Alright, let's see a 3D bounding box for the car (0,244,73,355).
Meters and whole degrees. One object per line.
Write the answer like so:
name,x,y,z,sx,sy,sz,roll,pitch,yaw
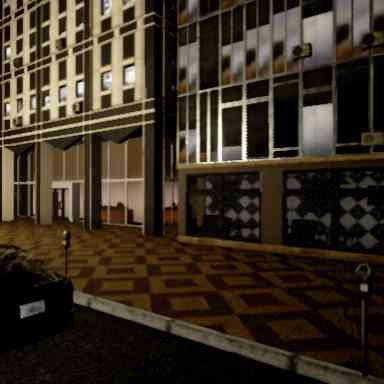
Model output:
car,-3.769,1.563,5.564,4.313,1.339,1.947,0,0,36
